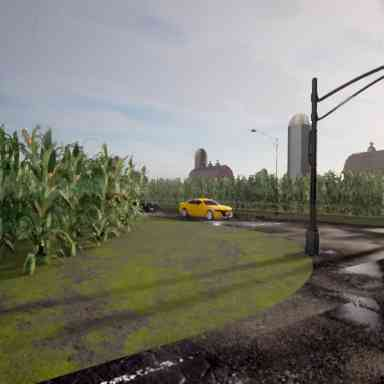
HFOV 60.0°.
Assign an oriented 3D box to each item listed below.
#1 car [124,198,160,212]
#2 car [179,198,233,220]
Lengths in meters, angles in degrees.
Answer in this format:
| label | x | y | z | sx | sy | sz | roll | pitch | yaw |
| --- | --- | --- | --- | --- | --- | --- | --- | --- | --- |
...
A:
| label | x | y | z | sx | sy | sz | roll | pitch | yaw |
| --- | --- | --- | --- | --- | --- | --- | --- | --- | --- |
| car | -5.176 | 1.319 | 33.931 | 1.895 | 1.301 | 4.718 | 2 | 0 | -38 |
| car | 1.012 | 1.276 | 25.998 | 1.882 | 1.535 | 5.008 | 2 | 0 | -38 |
